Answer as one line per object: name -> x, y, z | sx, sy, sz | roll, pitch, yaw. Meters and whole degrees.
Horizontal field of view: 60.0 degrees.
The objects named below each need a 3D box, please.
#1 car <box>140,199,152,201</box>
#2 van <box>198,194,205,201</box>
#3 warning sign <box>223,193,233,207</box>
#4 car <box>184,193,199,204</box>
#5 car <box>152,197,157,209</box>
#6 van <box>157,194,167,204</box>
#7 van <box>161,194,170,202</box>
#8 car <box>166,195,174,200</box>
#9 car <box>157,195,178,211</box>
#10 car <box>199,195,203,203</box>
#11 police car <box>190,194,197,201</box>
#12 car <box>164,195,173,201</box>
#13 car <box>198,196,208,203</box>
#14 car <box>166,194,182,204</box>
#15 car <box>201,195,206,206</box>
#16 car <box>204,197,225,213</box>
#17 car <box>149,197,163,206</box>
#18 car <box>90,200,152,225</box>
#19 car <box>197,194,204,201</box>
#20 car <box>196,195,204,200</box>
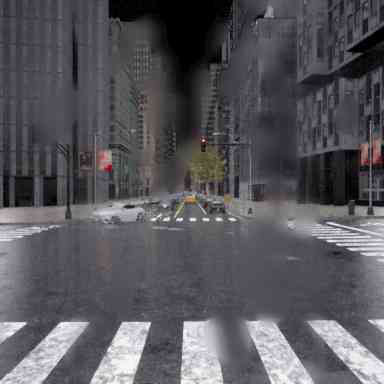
car -> -5.855, 1.556, 36.280 | 2.008, 1.369, 4.403 | 0, 0, 0
van -> 2.374, 1.373, 83.691 | 1.690, 1.788, 3.998 | 0, 0, 0
warning sign -> 4.921, 1.123, 45.420 | 1.300, 1.860, 1.060 | 0, 0, 0
car -> -0.166, 1.495, 64.359 | 1.882, 1.535, 5.008 | 0, 0, -1
car -> -5.886, 1.557, 41.272 | 2.008, 1.369, 4.403 | 0, 0, 0
van -> -6.045, 1.360, 66.670 | 1.690, 1.788, 3.998 | 0, 0, 0
van -> -6.113, 1.368, 77.497 | 1.690, 1.788, 3.998 | 0, 0, 0
car -> -6.213, 1.624, 93.735 | 1.802, 1.307, 4.206 | 0, 0, 0
car -> -3.224, 1.499, 41.673 | 2.128, 1.511, 4.902 | 0, 0, 0
car -> 2.568, 1.562, 52.663 | 2.008, 1.369, 4.403 | 0, 0, 0
police car -> 0.471, 1.463, 90.505 | 1.930, 1.638, 5.238 | 0, 0, 0
car -> -6.180, 1.587, 88.323 | 2.008, 1.369, 4.403 | 0, 0, 0
car -> 2.440, 1.589, 73.113 | 1.947, 1.339, 4.313 | 0, 0, 0
car -> -3.313, 1.562, 58.535 | 2.033, 1.411, 5.357 | 0, 0, 0
car -> 2.602, 1.553, 47.219 | 1.887, 1.381, 4.507 | 0, 0, 0
car -> 2.670, 1.556, 36.330 | 2.008, 1.369, 4.403 | 0, 0, 0
car -> -5.977, 1.578, 55.844 | 1.947, 1.339, 4.313 | 0, 0, 0
car -> -5.208, 1.532, 24.138 | 1.812, 1.442, 4.674 | 0, 0, 29
car -> 2.506, 1.567, 62.535 | 2.008, 1.369, 4.403 | 0, 0, 0
car -> 2.308, 1.593, 94.268 | 2.008, 1.369, 4.403 | 0, 0, 0
